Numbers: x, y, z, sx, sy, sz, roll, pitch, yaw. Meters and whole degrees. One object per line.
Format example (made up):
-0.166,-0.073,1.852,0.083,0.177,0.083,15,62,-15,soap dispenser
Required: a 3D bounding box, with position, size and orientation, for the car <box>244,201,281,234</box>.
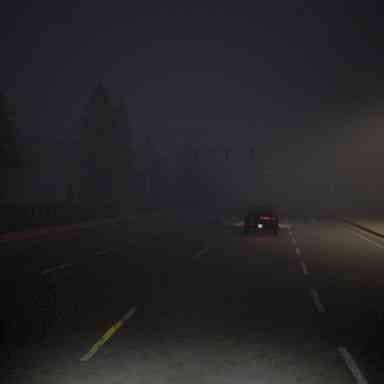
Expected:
4.159,1.540,19.856,1.837,1.490,4.892,0,0,14,car
